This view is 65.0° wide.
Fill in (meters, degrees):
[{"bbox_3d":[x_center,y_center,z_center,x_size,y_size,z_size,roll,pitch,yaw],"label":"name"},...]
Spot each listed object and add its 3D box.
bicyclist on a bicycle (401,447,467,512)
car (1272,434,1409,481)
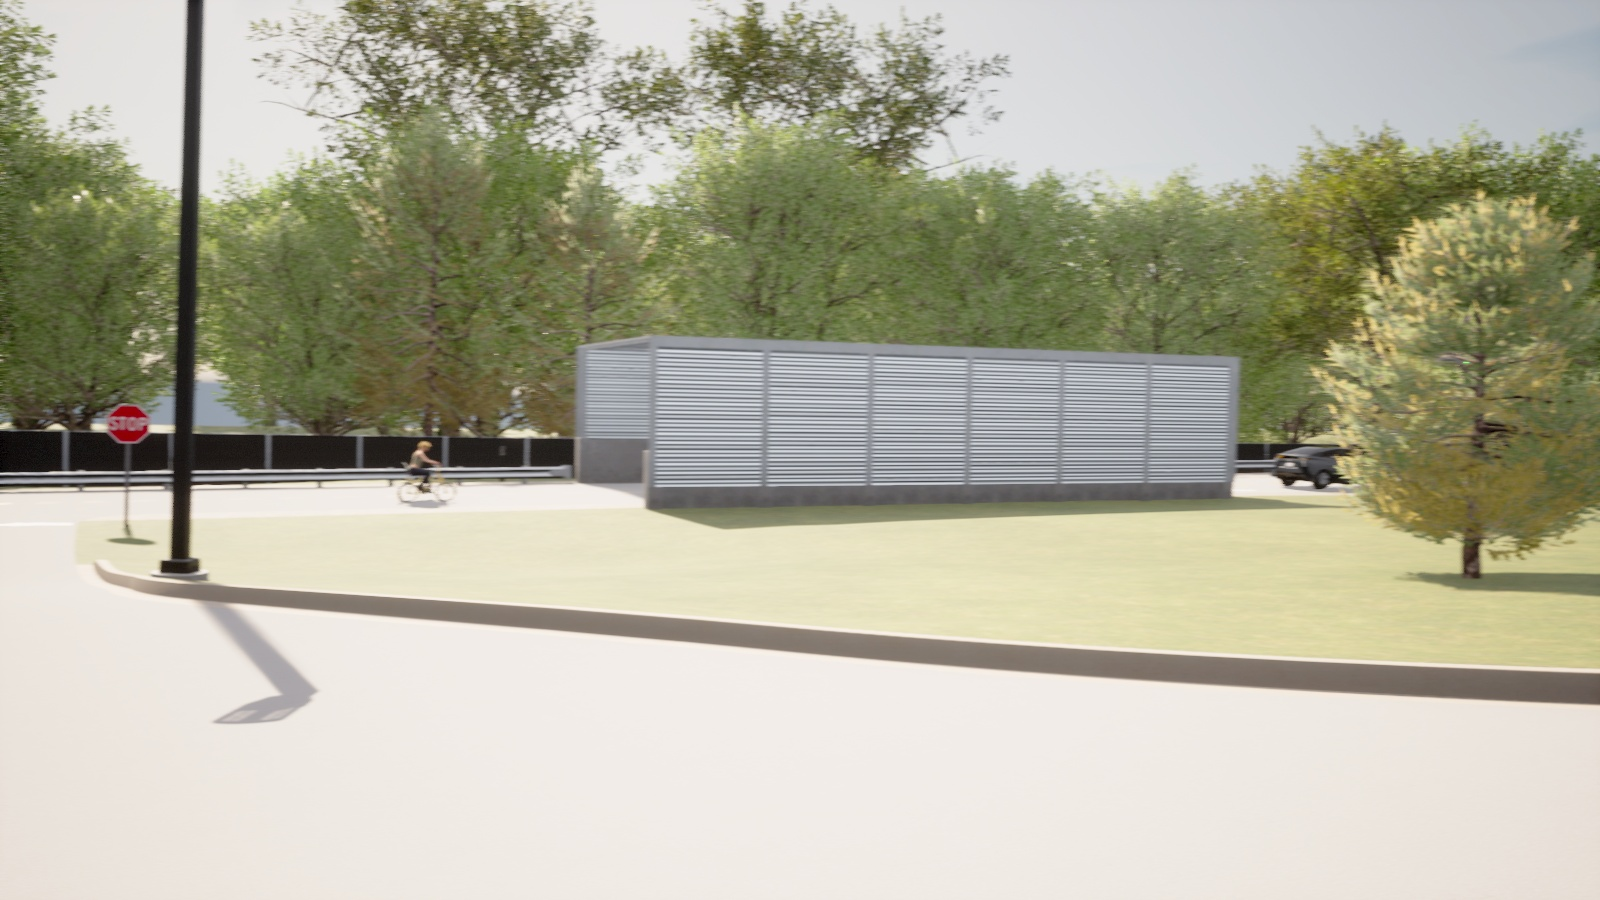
[{"bbox_3d":[-9.588,0.747,32.922,1.509,1.612,0.866,-1,3,-27],"label":"bicyclist on a bicycle"},{"bbox_3d":[19.722,0.228,45.866,4.514,1.525,2.007,-1,3,-23],"label":"car"}]
